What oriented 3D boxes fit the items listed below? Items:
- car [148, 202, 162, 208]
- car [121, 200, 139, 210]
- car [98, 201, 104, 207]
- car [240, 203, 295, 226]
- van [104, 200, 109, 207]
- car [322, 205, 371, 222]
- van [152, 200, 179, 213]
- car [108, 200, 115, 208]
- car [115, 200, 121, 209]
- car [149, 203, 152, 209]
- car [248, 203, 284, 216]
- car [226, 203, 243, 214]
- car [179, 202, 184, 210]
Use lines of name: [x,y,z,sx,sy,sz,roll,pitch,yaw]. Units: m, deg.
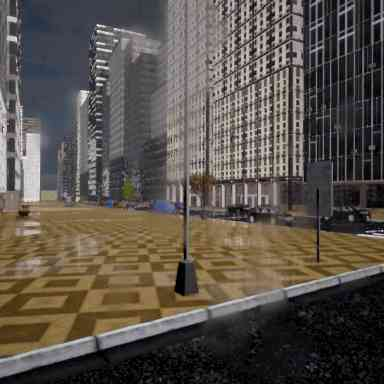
car: [-8.430,2.841,75.145,1.802,1.307,4.206,-1,-1,-26]
car: [-11.074,2.549,61.370,2.008,1.369,4.403,-1,-1,-26]
car: [-23.323,3.080,86.682,1.887,1.381,4.507,-1,-1,-26]
car: [6.075,1.831,25.931,2.008,1.369,4.403,-1,-1,-26]
van: [-18.427,2.660,76.560,1.690,1.788,3.998,-1,-1,-26]
car: [13.618,1.879,29.581,2.008,1.369,4.403,-1,-1,-26]
van: [-3.729,2.026,46.186,1.690,1.788,3.998,-1,-1,-26]
car: [-15.974,2.756,71.496,1.887,1.381,4.507,-1,-1,-26]
car: [-13.451,2.626,66.281,1.752,1.417,4.829,-1,-1,-26]
car: [-7.057,2.587,66.377,1.837,1.490,4.892,0,-1,-26]
car: [8.719,2.095,39.707,1.947,1.339,4.313,-1,-1,-26]
car: [6.269,2.196,44.769,1.947,1.339,4.313,-1,-1,-26]
car: [-2.581,2.416,57.139,1.812,1.442,4.674,0,-1,-26]
